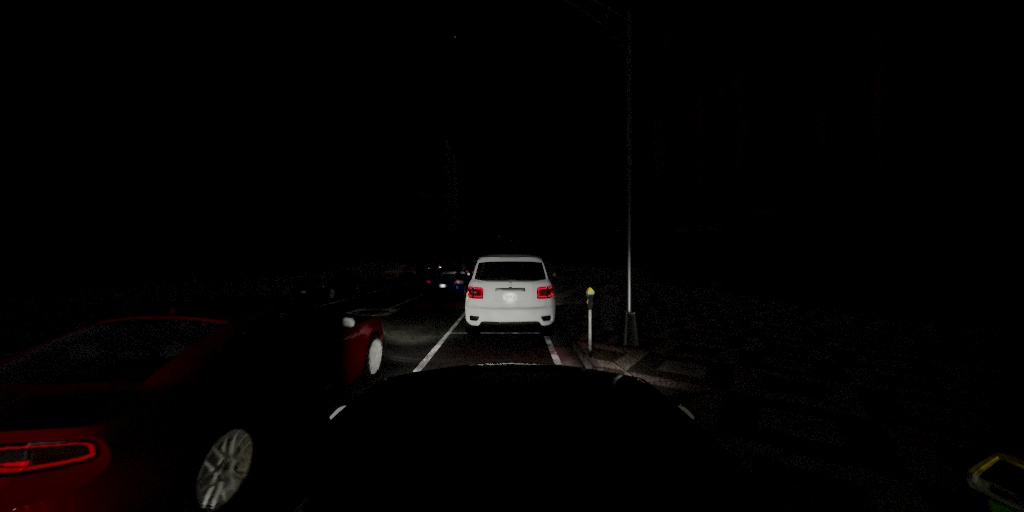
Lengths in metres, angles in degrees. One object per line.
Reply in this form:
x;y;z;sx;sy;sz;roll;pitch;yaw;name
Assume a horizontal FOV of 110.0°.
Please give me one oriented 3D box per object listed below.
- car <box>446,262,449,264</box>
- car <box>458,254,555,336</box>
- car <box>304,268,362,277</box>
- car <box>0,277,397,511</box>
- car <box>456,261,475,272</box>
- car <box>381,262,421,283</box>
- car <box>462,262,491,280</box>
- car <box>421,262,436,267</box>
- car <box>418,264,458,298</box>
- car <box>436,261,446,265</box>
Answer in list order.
-8.925;1.300;45.205;1.888;1.381;4.507;0;0;0;car
-0.039;0.979;10.530;2.150;2.045;5.566;0;0;0;car
-8.919;1.296;17.578;1.888;1.381;4.507;0;0;0;car
-3.146;1.227;4.209;1.882;1.535;5.008;0;0;0;car
-6.163;1.357;47.720;1.895;1.301;4.718;0;0;0;car
-8.921;1.278;28.459;1.751;1.417;4.829;0;0;0;car
-3.135;1.301;32.441;2.033;1.411;5.357;0;0;0;car
-8.922;1.298;34.154;1.888;1.381;4.507;0;0;0;car
-3.128;1.316;18.306;1.994;1.385;4.181;0;0;1;car
-8.923;1.299;39.680;1.888;1.381;4.507;0;0;0;car
